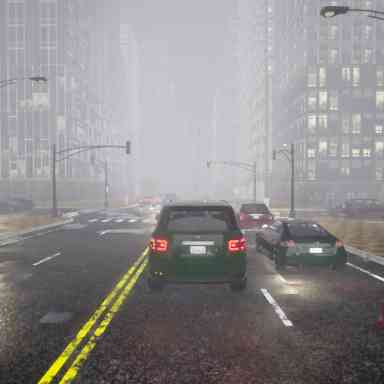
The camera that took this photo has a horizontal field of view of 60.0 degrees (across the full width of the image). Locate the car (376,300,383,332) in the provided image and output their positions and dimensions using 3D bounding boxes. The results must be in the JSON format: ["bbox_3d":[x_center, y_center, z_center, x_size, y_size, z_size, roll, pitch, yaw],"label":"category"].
[{"bbox_3d":[3.355,1.600,2.244,1.895,1.301,4.718,0,0,0],"label":"car"}]

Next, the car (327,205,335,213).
[{"bbox_3d":[16.940,1.679,36.125,4.181,1.385,1.994,0,1,1],"label":"car"}]

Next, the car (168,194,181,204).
[{"bbox_3d":[-3.173,1.304,61.510,2.097,1.767,4.553,0,0,0],"label":"car"}]

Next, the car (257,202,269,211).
[{"bbox_3d":[3.394,1.342,19.683,2.097,1.767,4.553,0,0,0],"label":"car"}]

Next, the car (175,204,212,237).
[{"bbox_3d":[0.139,1.516,18.825,1.812,1.442,4.674,0,0,2],"label":"car"}]

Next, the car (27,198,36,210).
[{"bbox_3d":[-19.931,1.291,36.825,4.892,1.490,1.837,1,1,1],"label":"car"}]

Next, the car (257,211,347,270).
[{"bbox_3d":[3.375,1.559,11.069,1.994,1.385,4.181,0,0,0],"label":"car"}]

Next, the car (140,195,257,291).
[{"bbox_3d":[0.122,1.218,9.142,2.150,2.045,5.566,0,0,0],"label":"car"}]

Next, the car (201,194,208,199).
[{"bbox_3d":[3.460,1.220,91.591,1.882,1.535,5.008,0,0,0],"label":"car"}]

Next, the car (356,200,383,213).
[{"bbox_3d":[21.898,1.642,38.628,4.829,1.417,1.752,1,0,1],"label":"car"}]

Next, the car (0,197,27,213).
[{"bbox_3d":[-19.564,1.405,33.615,4.181,1.385,1.994,1,1,1],"label":"car"}]

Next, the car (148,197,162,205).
[{"bbox_3d":[-6.438,1.556,58.907,1.895,1.301,4.718,0,0,0],"label":"car"}]

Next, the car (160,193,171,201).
[{"bbox_3d":[-6.318,1.154,79.731,2.150,2.045,5.566,0,0,0],"label":"car"}]

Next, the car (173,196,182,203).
[{"bbox_3d":[-3.087,1.535,71.563,1.895,1.301,4.718,0,0,0],"label":"car"}]

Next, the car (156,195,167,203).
[{"bbox_3d":[-6.342,1.420,69.161,1.882,1.535,5.008,0,0,0],"label":"car"}]

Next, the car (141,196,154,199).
[{"bbox_3d":[-6.509,1.318,49.917,2.097,1.767,4.553,0,0,1],"label":"car"}]

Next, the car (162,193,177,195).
[{"bbox_3d":[-3.245,1.185,51.699,2.150,2.045,5.566,0,0,-1],"label":"car"}]

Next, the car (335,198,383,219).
[{"bbox_3d":[16.270,1.519,30.354,5.009,1.841,2.192,1,0,1],"label":"car"}]
